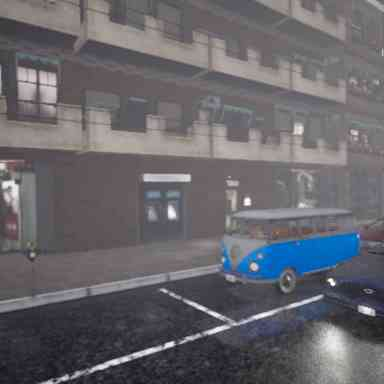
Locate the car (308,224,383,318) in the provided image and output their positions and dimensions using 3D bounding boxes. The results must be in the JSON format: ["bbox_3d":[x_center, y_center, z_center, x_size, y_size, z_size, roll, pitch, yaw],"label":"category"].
[{"bbox_3d":[4.992,1.515,6.900,5.357,1.411,2.033,0,0,-35],"label":"car"}]

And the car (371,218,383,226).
[{"bbox_3d":[7.152,1.532,11.637,4.206,1.307,1.802,0,-1,-36],"label":"car"}]

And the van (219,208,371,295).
[{"bbox_3d":[2.539,1.314,8.349,3.998,1.788,1.690,0,-1,-36],"label":"van"}]
